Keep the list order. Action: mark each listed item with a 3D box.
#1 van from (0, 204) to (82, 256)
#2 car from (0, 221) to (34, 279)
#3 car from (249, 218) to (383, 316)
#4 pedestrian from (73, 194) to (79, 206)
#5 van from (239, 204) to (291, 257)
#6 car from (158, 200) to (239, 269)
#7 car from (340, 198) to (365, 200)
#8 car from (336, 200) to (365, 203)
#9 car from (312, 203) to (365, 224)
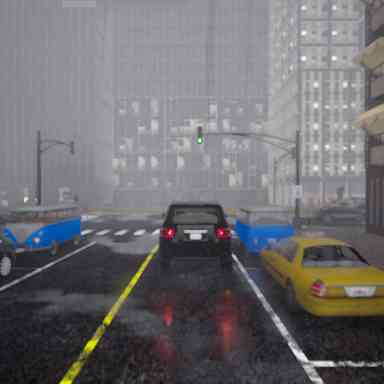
[{"bbox_3d":[-5.697,1.410,13.083,1.690,1.788,3.998,-1,0,0],"label":"van"},{"bbox_3d":[-5.698,1.590,7.480,2.008,1.369,4.403,-1,0,0],"label":"car"},{"bbox_3d":[2.683,1.566,7.617,1.752,1.417,4.829,-1,0,0],"label":"car"},{"bbox_3d":[-12.374,1.078,35.491,0.375,1.860,0.375,0,0,0],"label":"pedestrian"},{"bbox_3d":[2.683,1.410,13.049,1.690,1.788,3.998,-1,0,0],"label":"van"},{"bbox_3d":[0.102,1.284,11.571,2.150,2.045,5.566,0,0,0],"label":"car"},{"bbox_3d":[15.255,1.516,32.373,5.009,1.841,2.192,0,0,0],"label":"car"},{"bbox_3d":[14.827,1.746,29.774,4.674,1.442,1.812,0,0,-1],"label":"car"},{"bbox_3d":[11.839,1.796,26.534,4.181,1.385,1.994,0,0,-1],"label":"car"}]
